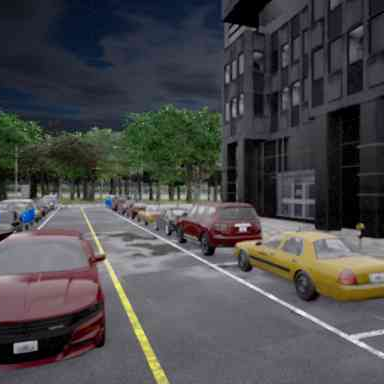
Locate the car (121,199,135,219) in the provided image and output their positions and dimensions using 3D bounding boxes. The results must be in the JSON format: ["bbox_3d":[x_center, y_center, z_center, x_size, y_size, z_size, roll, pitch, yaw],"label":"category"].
[{"bbox_3d":[-4.573,1.541,28.593,1.887,1.381,4.507,0,0,-20],"label":"car"}]

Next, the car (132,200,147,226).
[{"bbox_3d":[-2.812,1.521,23.628,1.752,1.417,4.829,0,0,-20],"label":"car"}]

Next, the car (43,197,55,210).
[{"bbox_3d":[-16.186,1.527,35.833,1.752,1.417,4.829,0,0,-20],"label":"car"}]

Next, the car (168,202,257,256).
[{"bbox_3d":[0.880,1.311,13.218,2.192,1.841,5.009,0,0,-20],"label":"car"}]

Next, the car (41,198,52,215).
[{"bbox_3d":[-14.425,1.566,30.868,1.947,1.339,4.313,0,0,-20],"label":"car"}]

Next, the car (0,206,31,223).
[{"bbox_3d":[-8.972,1.565,15.493,1.947,1.339,4.313,0,0,-20],"label":"car"}]

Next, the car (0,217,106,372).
[{"bbox_3d":[-2.710,1.476,6.106,1.882,1.535,5.008,0,0,-20],"label":"car"}]

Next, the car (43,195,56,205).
[{"bbox_3d":[-18.061,1.444,41.117,1.967,1.590,4.097,0,0,-20],"label":"car"}]

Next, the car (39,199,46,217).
[{"bbox_3d":[-12.551,1.525,25.583,1.752,1.417,4.829,0,0,-20],"label":"car"}]

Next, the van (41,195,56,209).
[{"bbox_3d":[-19.879,1.346,46.242,1.690,1.788,3.998,0,0,-20],"label":"van"}]

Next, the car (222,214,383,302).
[{"bbox_3d":[2.641,1.522,8.253,1.752,1.417,4.829,0,0,-20],"label":"car"}]

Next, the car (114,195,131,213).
[{"bbox_3d":[-6.391,1.437,33.717,1.967,1.590,4.097,0,0,-20],"label":"car"}]

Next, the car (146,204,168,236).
[{"bbox_3d":[-0.937,1.546,18.343,2.008,1.369,4.403,0,0,-20],"label":"car"}]

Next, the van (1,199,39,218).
[{"bbox_3d":[-10.790,1.340,20.618,1.690,1.788,3.998,0,0,-20],"label":"van"}]

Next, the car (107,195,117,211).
[{"bbox_3d":[-8.209,1.313,38.842,2.192,1.841,5.009,0,0,-20],"label":"car"}]
